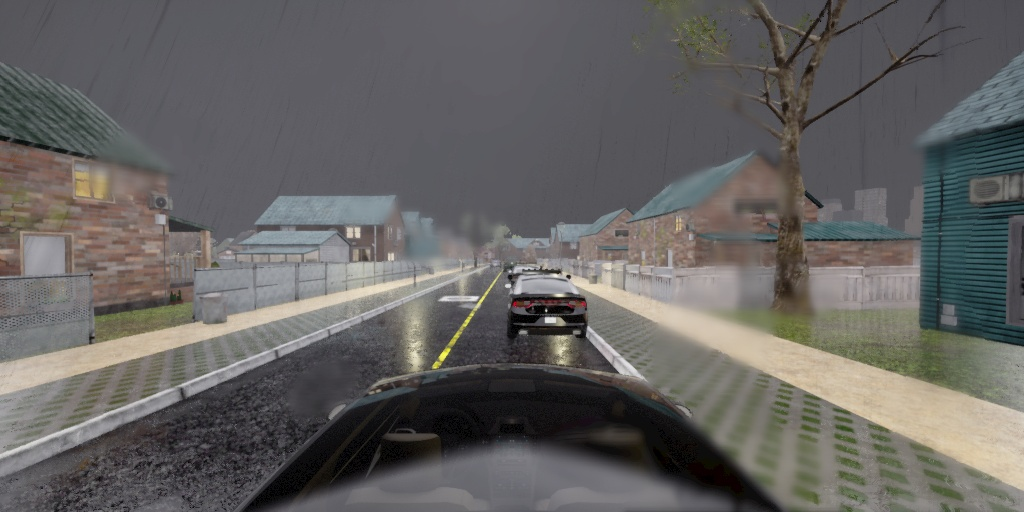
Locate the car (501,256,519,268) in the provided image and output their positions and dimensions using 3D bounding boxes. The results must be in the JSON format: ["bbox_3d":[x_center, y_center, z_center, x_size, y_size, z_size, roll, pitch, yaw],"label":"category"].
[{"bbox_3d":[0.033,1.027,46.927,2.150,2.045,5.566,0,0,0],"label":"car"}]

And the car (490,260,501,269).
[{"bbox_3d":[-2.734,1.341,60.360,2.128,1.511,4.902,0,0,0],"label":"car"}]

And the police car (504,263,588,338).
[{"bbox_3d":[0.827,1.175,10.279,1.930,1.638,5.238,0,0,0],"label":"police car"}]

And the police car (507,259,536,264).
[{"bbox_3d":[0.830,1.182,20.282,1.930,1.638,5.238,0,0,0],"label":"police car"}]
